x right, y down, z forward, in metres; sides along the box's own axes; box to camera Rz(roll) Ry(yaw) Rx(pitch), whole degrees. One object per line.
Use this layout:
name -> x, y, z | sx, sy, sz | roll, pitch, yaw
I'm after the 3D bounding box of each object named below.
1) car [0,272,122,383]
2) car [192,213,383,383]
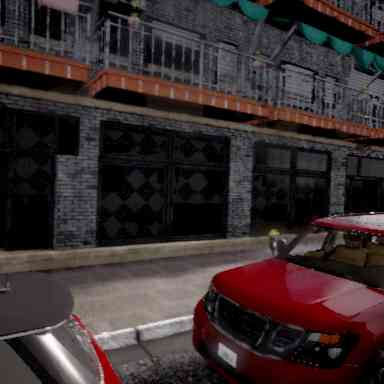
car -> -2.326, 1.304, 1.483 | 4.097, 1.590, 1.967 | 1, 2, -32
car -> 2.481, 1.264, 4.480 | 5.009, 1.841, 2.192 | 1, 2, -32
